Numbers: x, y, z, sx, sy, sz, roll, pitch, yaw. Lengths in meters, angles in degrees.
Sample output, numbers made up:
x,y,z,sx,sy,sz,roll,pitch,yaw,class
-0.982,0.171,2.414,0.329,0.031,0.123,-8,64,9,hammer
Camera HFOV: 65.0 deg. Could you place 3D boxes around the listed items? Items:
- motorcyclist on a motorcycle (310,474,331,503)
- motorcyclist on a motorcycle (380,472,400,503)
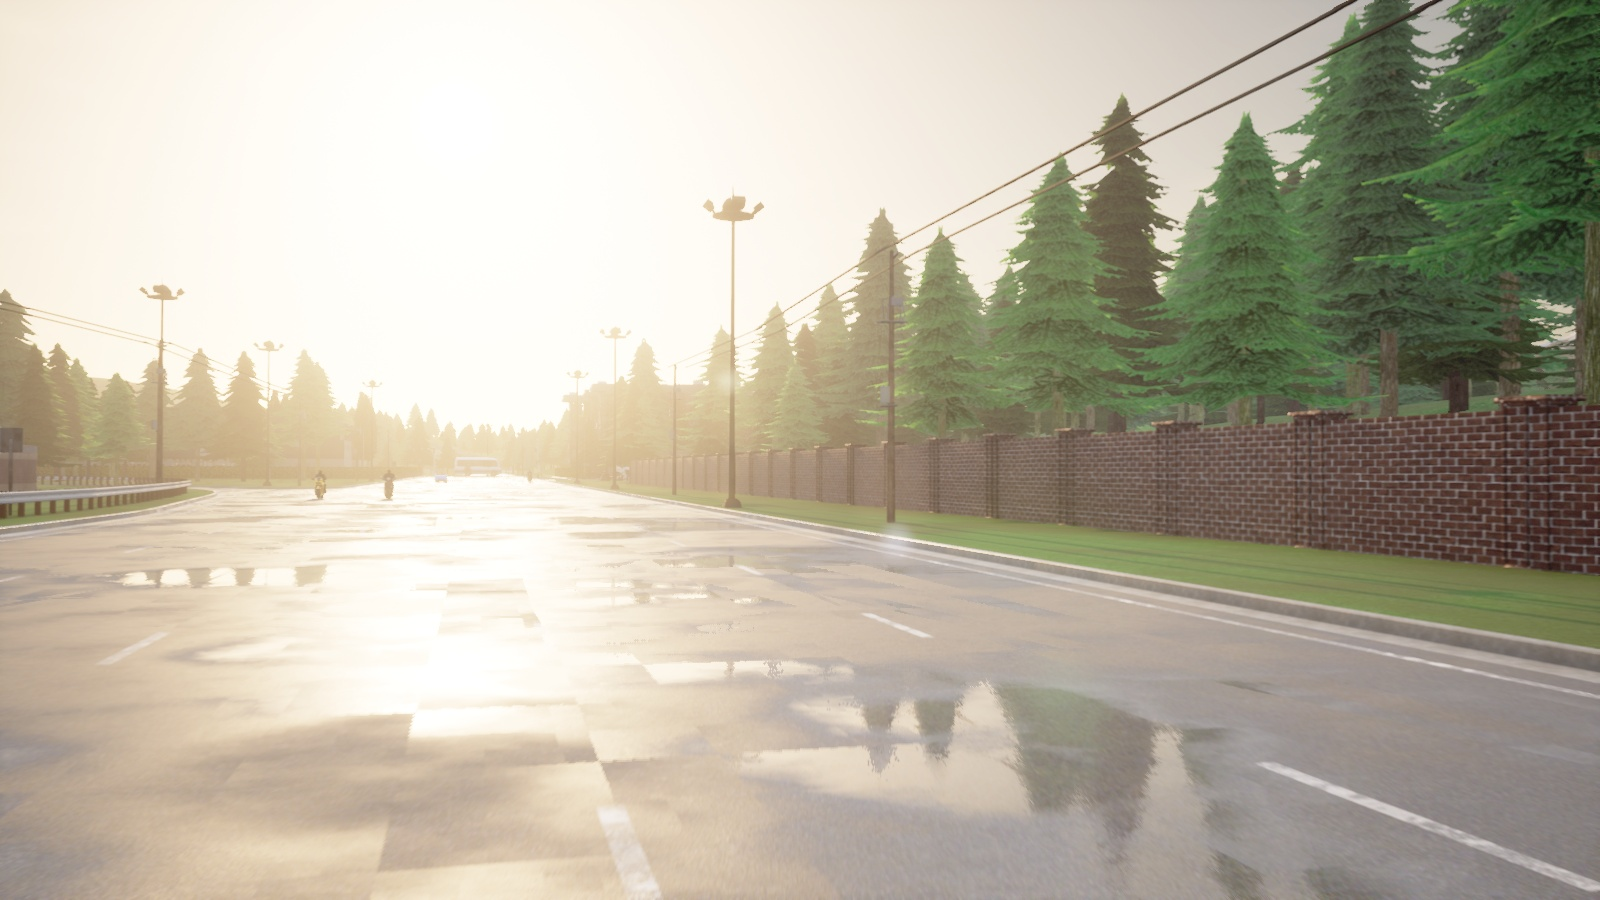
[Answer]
x,y,z,sx,sy,sz,roll,pitch,yaw,class
-24.983,1.993,65.489,0.797,1.523,2.044,0,-1,-14,motorcyclist on a motorcycle
-21.288,1.944,65.150,0.866,1.590,1.817,0,-1,-14,motorcyclist on a motorcycle
